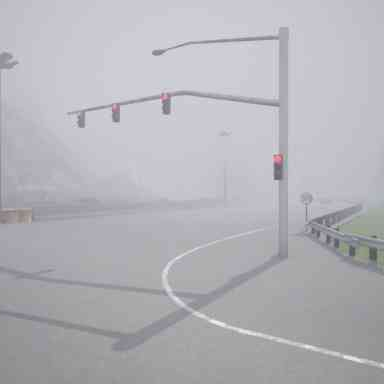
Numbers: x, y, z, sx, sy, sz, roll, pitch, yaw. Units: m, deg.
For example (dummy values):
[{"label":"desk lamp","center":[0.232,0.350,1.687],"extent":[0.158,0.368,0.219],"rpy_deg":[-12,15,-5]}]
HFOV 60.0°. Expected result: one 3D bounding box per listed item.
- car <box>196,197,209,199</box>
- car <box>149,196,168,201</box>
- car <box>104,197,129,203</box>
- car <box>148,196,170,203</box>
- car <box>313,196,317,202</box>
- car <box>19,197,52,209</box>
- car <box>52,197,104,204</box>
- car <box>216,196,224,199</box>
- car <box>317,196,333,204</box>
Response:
[{"label":"car","center":[1.841,1.507,60.141],"extent":[1.994,1.385,4.181],"rpy_deg":[0,0,25]},{"label":"car","center":[-5.167,1.542,47.768],"extent":[1.895,1.301,4.718],"rpy_deg":[0,0,32]},{"label":"car","center":[-12.769,1.520,55.391],"extent":[1.895,1.301,4.718],"rpy_deg":[0,0,32]},{"label":"car","center":[-6.569,1.467,66.651],"extent":[2.033,1.411,5.357],"rpy_deg":[0,0,24]},{"label":"car","center":[28.111,1.520,72.920],"extent":[2.033,1.411,5.357],"rpy_deg":[0,0,7]},{"label":"car","center":[-20.201,1.441,43.613],"extent":[1.812,1.442,4.674],"rpy_deg":[0,0,32]},{"label":"car","center":[-12.364,1.289,36.382],"extent":[2.097,1.767,4.553],"rpy_deg":[0,0,32]},{"label":"car","center":[6.420,1.535,71.985],"extent":[1.895,1.301,4.718],"rpy_deg":[0,0,14]},{"label":"car","center":[25.561,1.549,63.331],"extent":[1.994,1.385,4.181],"rpy_deg":[0,0,16]}]
